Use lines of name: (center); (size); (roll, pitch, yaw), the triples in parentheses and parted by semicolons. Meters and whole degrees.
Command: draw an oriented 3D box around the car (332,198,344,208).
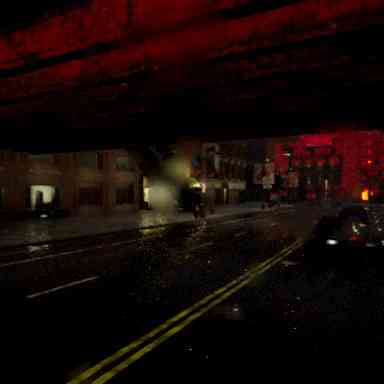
car: (25.489, 2.161, 58.057); (1.895, 1.301, 4.718); (0, 0, 26)

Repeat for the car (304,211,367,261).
car: (5.714, 1.689, 13.064); (1.994, 1.385, 4.181); (0, 0, 28)

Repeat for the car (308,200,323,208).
car: (21.521, 2.123, 57.972); (1.895, 1.301, 4.718); (0, 0, 28)

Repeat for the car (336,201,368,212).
car: (13.134, 1.749, 27.044); (1.882, 1.535, 5.008); (0, 0, 28)
